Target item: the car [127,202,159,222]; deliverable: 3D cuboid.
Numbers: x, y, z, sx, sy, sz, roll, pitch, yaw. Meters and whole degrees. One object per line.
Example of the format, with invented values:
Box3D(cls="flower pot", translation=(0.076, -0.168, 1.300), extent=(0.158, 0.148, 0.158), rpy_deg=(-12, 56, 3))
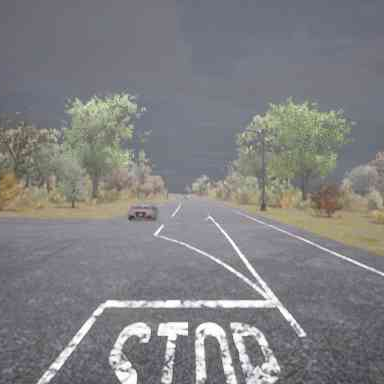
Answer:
Box3D(cls="car", translation=(-3.556, 1.460, 24.953), extent=(1.994, 1.385, 4.181), rpy_deg=(1, -2, 0))
